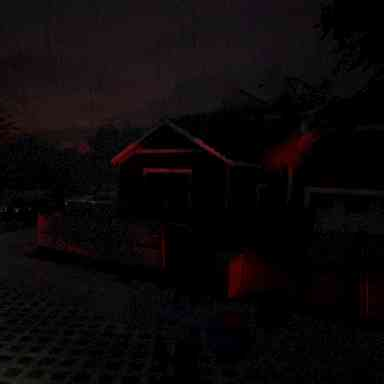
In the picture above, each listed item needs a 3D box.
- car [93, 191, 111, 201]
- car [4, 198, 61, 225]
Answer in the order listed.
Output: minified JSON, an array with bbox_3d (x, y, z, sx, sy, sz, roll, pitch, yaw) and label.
[{"bbox_3d":[-14.304,0.628,52.850,1.812,1.442,4.674,3,1,-3],"label":"car"},{"bbox_3d":[-11.180,1.207,23.742,2.097,1.767,4.553,3,1,4],"label":"car"}]
